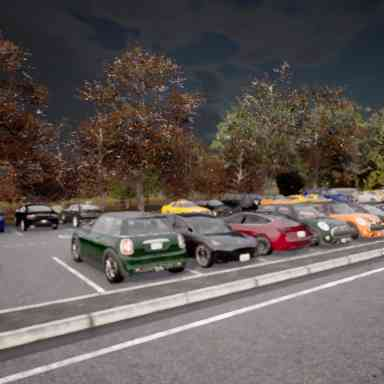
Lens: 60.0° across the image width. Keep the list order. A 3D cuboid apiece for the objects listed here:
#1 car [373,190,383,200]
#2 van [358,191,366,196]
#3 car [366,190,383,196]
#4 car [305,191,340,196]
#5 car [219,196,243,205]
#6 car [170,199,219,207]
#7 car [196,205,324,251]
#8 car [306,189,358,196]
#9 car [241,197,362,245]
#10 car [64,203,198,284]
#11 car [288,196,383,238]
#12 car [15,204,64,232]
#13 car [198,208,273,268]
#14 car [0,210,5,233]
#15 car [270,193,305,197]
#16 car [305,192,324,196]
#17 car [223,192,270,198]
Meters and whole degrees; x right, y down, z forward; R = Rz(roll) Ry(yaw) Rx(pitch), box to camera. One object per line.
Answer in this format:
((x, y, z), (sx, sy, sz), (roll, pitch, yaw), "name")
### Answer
((29.163, 0.428, 47.988), (2.163, 1.488, 4.792), (-2, 1, -35), "car")
((17.829, 0.598, 39.898), (1.878, 1.987, 4.442), (-2, 1, -35), "van")
((22.332, 0.695, 43.187), (2.002, 1.452, 4.674), (-2, 1, -35), "car")
((13.097, 0.990, 36.962), (1.946, 1.575, 5.366), (-2, 1, -35), "car")
((1.671, 1.351, 28.766), (2.097, 1.535, 5.008), (-1, 1, -35), "car")
((-0.506, 1.395, 27.013), (1.946, 1.575, 5.366), (-1, 1, -35), "car")
((2.435, 1.499, 13.376), (2.163, 1.488, 4.792), (-1, 0, -35), "car")
((15.495, 0.657, 38.376), (2.435, 2.045, 5.566), (-2, 1, -35), "car")
((4.718, 1.314, 14.972), (2.185, 1.767, 4.553), (-1, 1, -35), "car")
((-2.102, 1.378, 10.134), (2.185, 1.767, 4.553), (0, 0, -35), "car")
((6.997, 1.275, 16.563), (2.185, 1.767, 4.553), (-1, 1, -35), "car")
((-9.753, 1.499, 20.776), (2.097, 1.535, 5.008), (0, 0, -35), "car")
((0.183, 1.520, 11.732), (2.163, 1.488, 4.792), (0, 0, -35), "car")
((-12.041, 1.503, 19.179), (2.097, 1.535, 5.008), (0, 0, -35), "car")
((8.516, 1.035, 33.576), (2.185, 1.767, 4.553), (-2, 1, -35), "car")
((10.822, 1.081, 35.142), (2.097, 1.535, 5.008), (-2, 1, -35), "car")
((3.941, 1.044, 30.378), (2.435, 2.045, 5.566), (-1, 1, -35), "car")
